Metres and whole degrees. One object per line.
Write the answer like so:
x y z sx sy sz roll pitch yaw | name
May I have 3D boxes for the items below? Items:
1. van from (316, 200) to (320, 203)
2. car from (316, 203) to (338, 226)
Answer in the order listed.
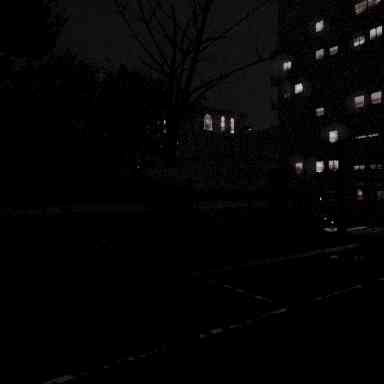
10.568 1.646 32.574 1.690 1.788 3.998 -1 0 -36 | van
8.399 1.801 25.727 2.033 1.411 5.357 0 -1 -36 | car
